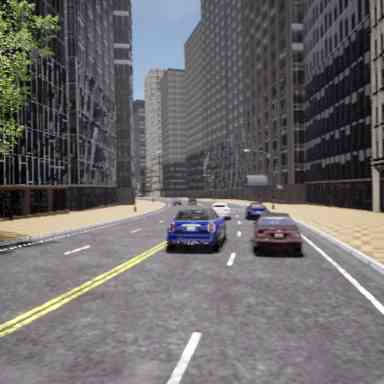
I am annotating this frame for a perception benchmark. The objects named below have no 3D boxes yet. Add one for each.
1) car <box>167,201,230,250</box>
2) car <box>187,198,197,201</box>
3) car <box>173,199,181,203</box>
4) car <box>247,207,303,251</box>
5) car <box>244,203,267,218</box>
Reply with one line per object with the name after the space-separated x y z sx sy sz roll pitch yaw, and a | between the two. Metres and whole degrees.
0.342 1.453 14.955 2.097 1.767 4.553 -1 -1 10 | car
0.113 2.019 70.476 1.837 1.490 4.892 -1 0 -3 | car
-3.118 2.124 70.138 2.033 1.411 5.357 -1 0 -3 | car
3.529 1.595 14.297 2.033 1.411 5.357 -1 0 10 | car
5.771 1.687 29.782 1.994 1.385 4.181 -1 0 6 | car
